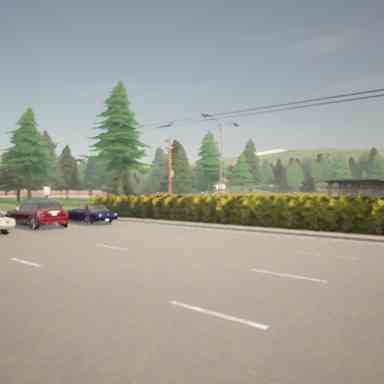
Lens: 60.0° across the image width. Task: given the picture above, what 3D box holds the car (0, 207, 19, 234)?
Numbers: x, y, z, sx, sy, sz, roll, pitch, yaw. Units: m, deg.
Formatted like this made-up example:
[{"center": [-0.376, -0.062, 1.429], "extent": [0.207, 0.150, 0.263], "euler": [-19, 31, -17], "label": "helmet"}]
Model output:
[{"center": [-11.399, 1.583, 17.717], "extent": [4.718, 1.301, 1.895], "euler": [0, 0, 38], "label": "car"}]

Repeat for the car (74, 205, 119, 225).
[{"center": [-7.372, 1.568, 23.454], "extent": [4.718, 1.301, 1.895], "euler": [0, 0, 38], "label": "car"}]

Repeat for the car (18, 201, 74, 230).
[{"center": [-9.782, 1.327, 20.897], "extent": [4.553, 1.767, 2.097], "euler": [0, 0, 38], "label": "car"}]
